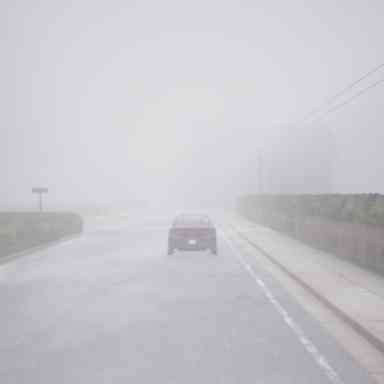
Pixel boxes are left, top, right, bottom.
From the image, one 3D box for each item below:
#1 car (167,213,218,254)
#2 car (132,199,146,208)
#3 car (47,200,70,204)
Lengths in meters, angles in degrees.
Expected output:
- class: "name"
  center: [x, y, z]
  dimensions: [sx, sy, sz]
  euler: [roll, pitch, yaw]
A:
- class: "car"
  center: [0.042, 1.631, 14.248]
  dimensions: [1.882, 1.535, 5.008]
  euler: [0, 0, 1]
- class: "car"
  center: [-9.710, 2.137, 60.805]
  dimensions: [1.837, 1.490, 4.892]
  euler: [-1, 0, -21]
- class: "car"
  center: [-25.469, 2.212, 62.027]
  dimensions: [5.357, 1.411, 2.033]
  euler: [0, -1, 0]
